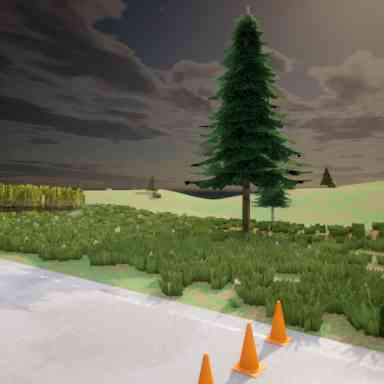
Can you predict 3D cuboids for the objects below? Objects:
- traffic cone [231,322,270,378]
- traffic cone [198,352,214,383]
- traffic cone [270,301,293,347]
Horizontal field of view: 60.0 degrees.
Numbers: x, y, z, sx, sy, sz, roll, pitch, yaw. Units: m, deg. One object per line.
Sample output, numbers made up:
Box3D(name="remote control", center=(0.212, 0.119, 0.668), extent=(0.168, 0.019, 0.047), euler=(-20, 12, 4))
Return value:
Box3D(name="traffic cone", center=(0.729, 1.955, 4.242), extent=(0.340, 0.580, 0.340), euler=(0, 0, 36))
Box3D(name="traffic cone", center=(0.145, 1.955, 3.431), extent=(0.340, 0.580, 0.340), euler=(0, 0, 36))
Box3D(name="traffic cone", center=(1.314, 1.955, 5.053), extent=(0.340, 0.580, 0.340), euler=(0, 0, 36))
